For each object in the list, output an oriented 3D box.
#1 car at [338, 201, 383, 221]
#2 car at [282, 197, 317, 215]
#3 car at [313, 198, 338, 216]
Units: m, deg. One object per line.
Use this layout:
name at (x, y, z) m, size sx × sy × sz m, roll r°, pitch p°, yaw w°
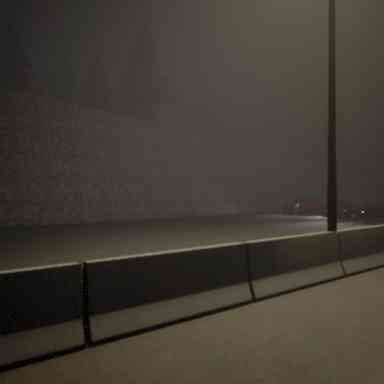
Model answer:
car at (14.230, 1.548, 26.905) m, size 4.718 × 1.301 × 1.895 m, roll 0°, pitch 0°, yaw -35°
car at (11.038, 1.295, 33.212) m, size 4.553 × 1.767 × 2.097 m, roll 0°, pitch 0°, yaw -35°
car at (13.572, 1.508, 30.710) m, size 4.181 × 1.385 × 1.994 m, roll 0°, pitch 0°, yaw -35°
